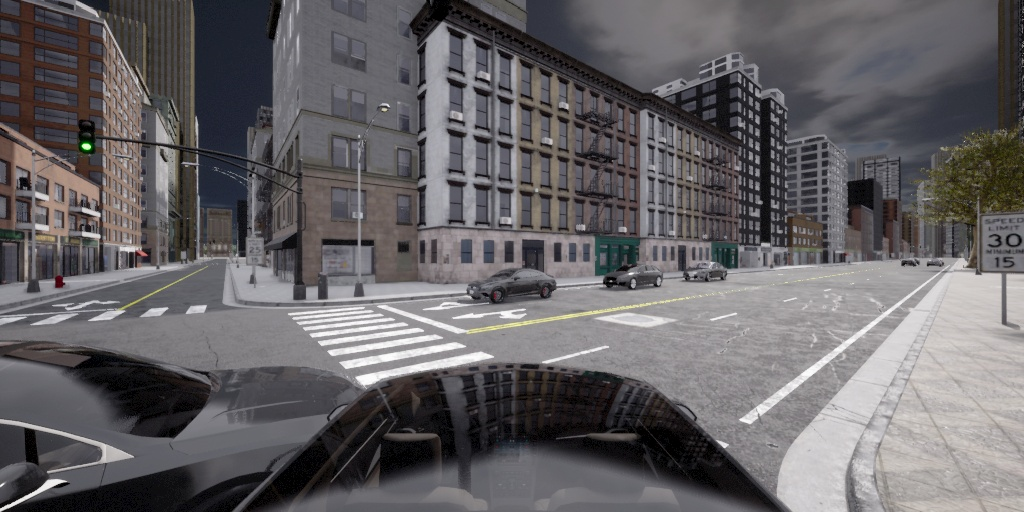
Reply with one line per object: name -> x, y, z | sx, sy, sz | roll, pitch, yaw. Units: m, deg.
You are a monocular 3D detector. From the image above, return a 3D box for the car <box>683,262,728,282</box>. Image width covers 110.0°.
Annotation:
car -> 15.889, 1.237, 29.400 | 4.902, 1.511, 2.128 | 0, 0, -38

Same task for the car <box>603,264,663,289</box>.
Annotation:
car -> 7.829, 1.259, 22.992 | 4.892, 1.490, 1.837 | 0, 0, -38

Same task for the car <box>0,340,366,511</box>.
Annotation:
car -> -3.209, 1.257, 1.880 | 4.892, 1.490, 1.837 | 0, 0, -34

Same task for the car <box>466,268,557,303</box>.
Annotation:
car -> 0.090, 1.287, 16.827 | 4.674, 1.442, 1.812 | 0, 0, -39
